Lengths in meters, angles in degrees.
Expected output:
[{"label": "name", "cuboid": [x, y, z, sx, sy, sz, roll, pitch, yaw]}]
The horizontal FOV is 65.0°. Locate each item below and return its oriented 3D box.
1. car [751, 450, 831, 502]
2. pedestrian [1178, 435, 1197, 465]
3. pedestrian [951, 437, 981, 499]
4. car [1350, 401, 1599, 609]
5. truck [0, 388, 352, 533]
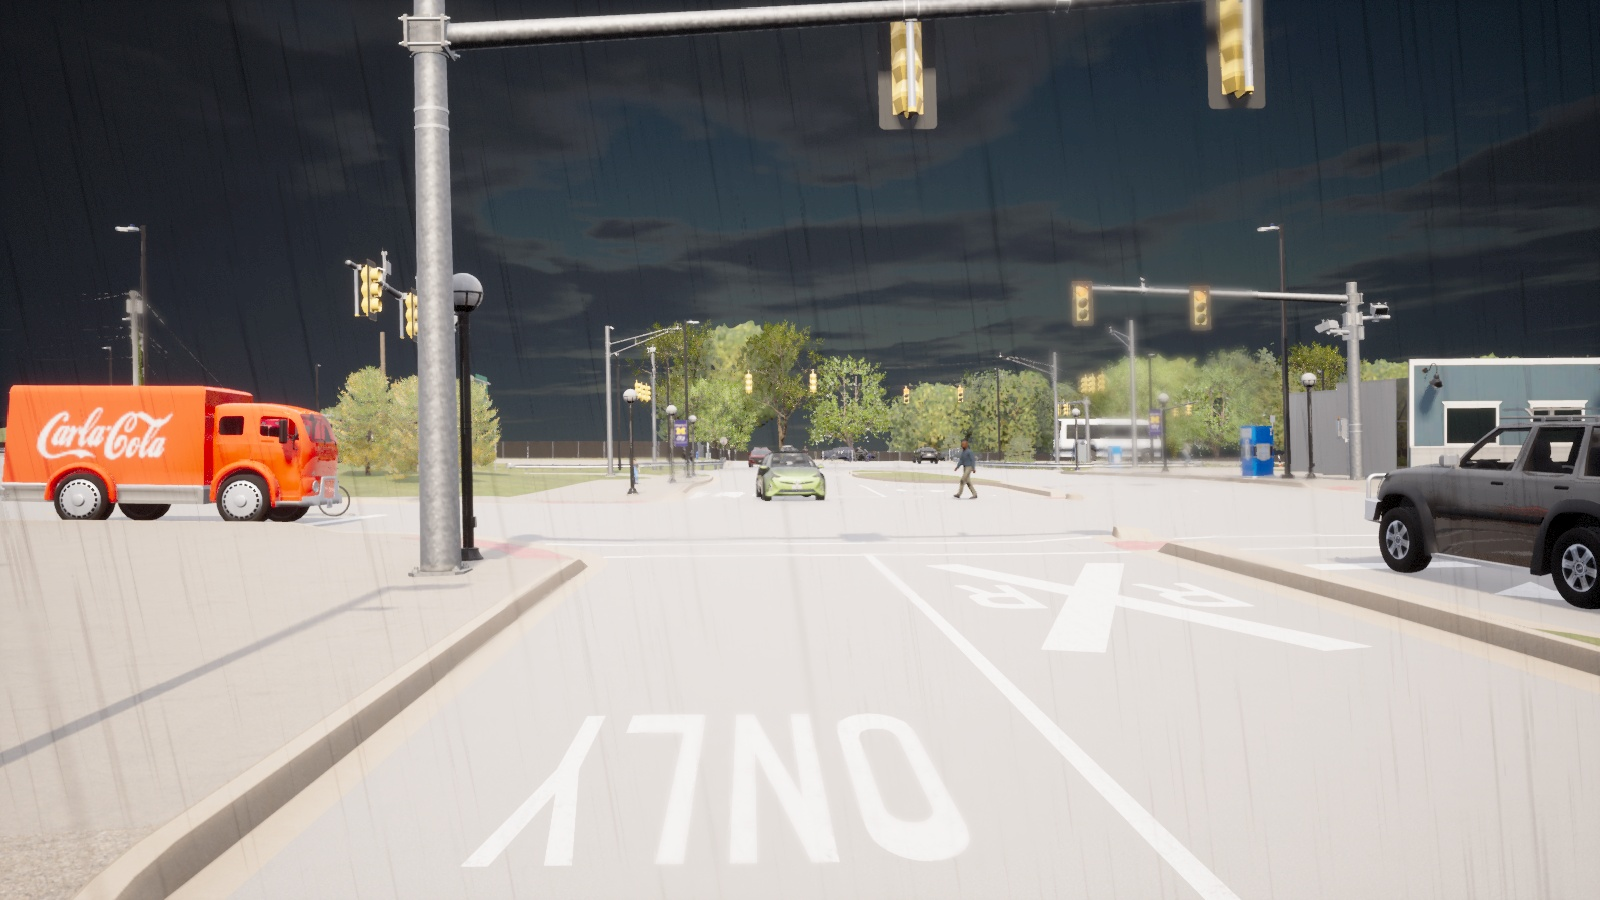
[{"label": "car", "cuboid": [-0.358, 0.769, 39.680, 2.007, 1.525, 4.514, -1, 0, -7]}, {"label": "pedestrian", "cuboid": [24.405, -0.001, 79.113, 0.900, 1.855, 0.874, -2, -1, -1]}, {"label": "pedestrian", "cuboid": [5.045, 0.542, 38.172, 0.726, 1.835, 0.370, -2, -1, -18]}, {"label": "car", "cuboid": [7.887, 0.437, 13.015, 1.932, 1.855, 4.605, -1, 1, -7]}, {"label": "truck", "cuboid": [-11.174, 0.198, 22.732, 5.204, 2.467, 2.627, 0, -1, -2]}]
